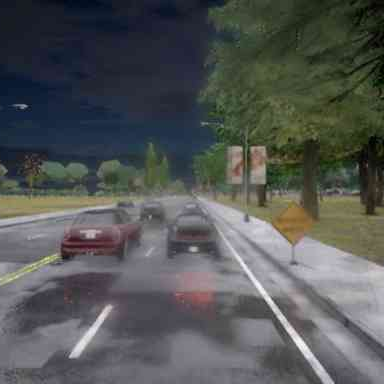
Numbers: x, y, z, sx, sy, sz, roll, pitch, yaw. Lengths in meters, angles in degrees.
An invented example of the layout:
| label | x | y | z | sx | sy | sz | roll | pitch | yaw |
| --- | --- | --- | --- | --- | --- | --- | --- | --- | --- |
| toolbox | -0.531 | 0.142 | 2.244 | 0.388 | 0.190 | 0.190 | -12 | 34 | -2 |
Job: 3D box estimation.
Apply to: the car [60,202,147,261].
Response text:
| label | x | y | z | sx | sy | sz | roll | pitch | yaw |
| --- | --- | --- | --- | --- | --- | --- | --- | --- | --- |
| car | -3.187 | 1.414 | 12.621 | 2.097 | 1.767 | 4.553 | 0 | 0 | 0 |

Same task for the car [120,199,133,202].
| label | x | y | z | sx | sy | sz | roll | pitch | yaw |
| --- | --- | --- | --- | --- | --- | --- | --- | --- | --- |
| car | -9.851 | 1.809 | 49.587 | 2.033 | 1.411 | 5.357 | 0 | 0 | 0 |

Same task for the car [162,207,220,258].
| label | x | y | z | sx | sy | sz | roll | pitch | yaw |
| --- | --- | --- | --- | --- | --- | --- | --- | --- | --- |
| car | 0.065 | 1.572 | 13.048 | 1.837 | 1.490 | 4.892 | 0 | 0 | 0 |

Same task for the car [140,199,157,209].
| label | x | y | z | sx | sy | sz | roll | pitch | yaw |
| --- | --- | --- | --- | --- | --- | --- | --- | --- | --- |
| car | -6.594 | 1.833 | 50.897 | 1.994 | 1.385 | 4.181 | 0 | 0 | 0 |

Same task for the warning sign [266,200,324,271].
| label | x | y | z | sx | sy | sz | roll | pitch | yaw |
| --- | --- | --- | --- | --- | --- | --- | --- | --- | --- |
| warning sign | 2.844 | 1.161 | 9.345 | 1.300 | 1.860 | 1.060 | 0 | 0 | 0 |

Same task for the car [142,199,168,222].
| label | x | y | z | sx | sy | sz | roll | pitch | yaw |
| --- | --- | --- | --- | --- | --- | --- | --- | --- | --- |
| car | -3.191 | 1.649 | 28.005 | 1.837 | 1.490 | 4.892 | 0 | 0 | 0 |

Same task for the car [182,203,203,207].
| label | x | y | z | sx | sy | sz | roll | pitch | yaw |
| --- | --- | --- | --- | --- | --- | --- | --- | --- | --- |
| car | 0.065 | 1.673 | 28.909 | 1.812 | 1.442 | 4.674 | 0 | 0 | 0 |
